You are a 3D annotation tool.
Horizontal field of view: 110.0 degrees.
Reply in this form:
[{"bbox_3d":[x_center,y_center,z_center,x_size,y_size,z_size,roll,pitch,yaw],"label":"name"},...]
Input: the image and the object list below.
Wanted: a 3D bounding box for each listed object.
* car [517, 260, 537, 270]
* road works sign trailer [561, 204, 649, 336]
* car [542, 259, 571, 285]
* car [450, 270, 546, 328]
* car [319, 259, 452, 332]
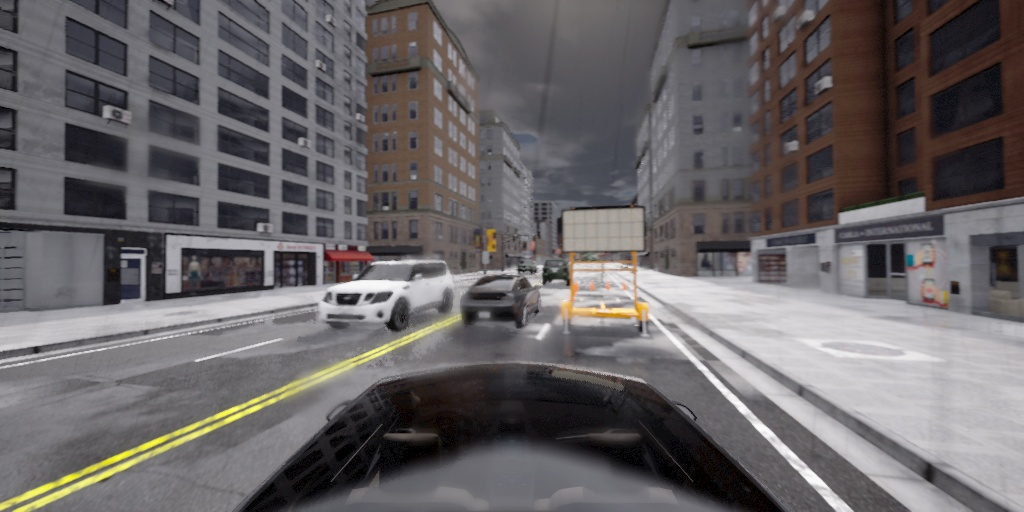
[{"bbox_3d":[2.284,1.552,52.652,2.150,2.045,5.566,-1,-1,13],"label":"car"},{"bbox_3d":[2.747,0.297,10.786,2.380,3.560,2.880,0,0,13],"label":"road works sign trailer"},{"bbox_3d":[3.840,1.271,29.802,2.150,2.045,5.566,-1,-1,13],"label":"car"},{"bbox_3d":[-0.202,1.379,12.064,1.837,1.490,4.892,-1,-1,13],"label":"car"},{"bbox_3d":[-3.750,1.128,12.040,2.150,2.045,5.566,-1,-1,13],"label":"car"}]
